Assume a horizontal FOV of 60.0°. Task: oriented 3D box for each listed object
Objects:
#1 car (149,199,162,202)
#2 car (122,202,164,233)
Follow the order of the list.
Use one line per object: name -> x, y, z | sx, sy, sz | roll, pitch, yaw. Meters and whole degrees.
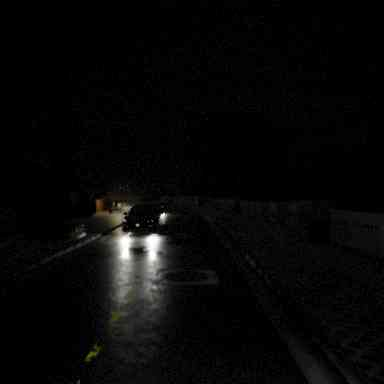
car -> -4.293, 1.612, 39.184 | 1.882, 1.535, 5.008 | 0, 0, -7
car -> -2.938, 1.540, 20.076 | 1.837, 1.490, 4.892 | 0, -1, -1
